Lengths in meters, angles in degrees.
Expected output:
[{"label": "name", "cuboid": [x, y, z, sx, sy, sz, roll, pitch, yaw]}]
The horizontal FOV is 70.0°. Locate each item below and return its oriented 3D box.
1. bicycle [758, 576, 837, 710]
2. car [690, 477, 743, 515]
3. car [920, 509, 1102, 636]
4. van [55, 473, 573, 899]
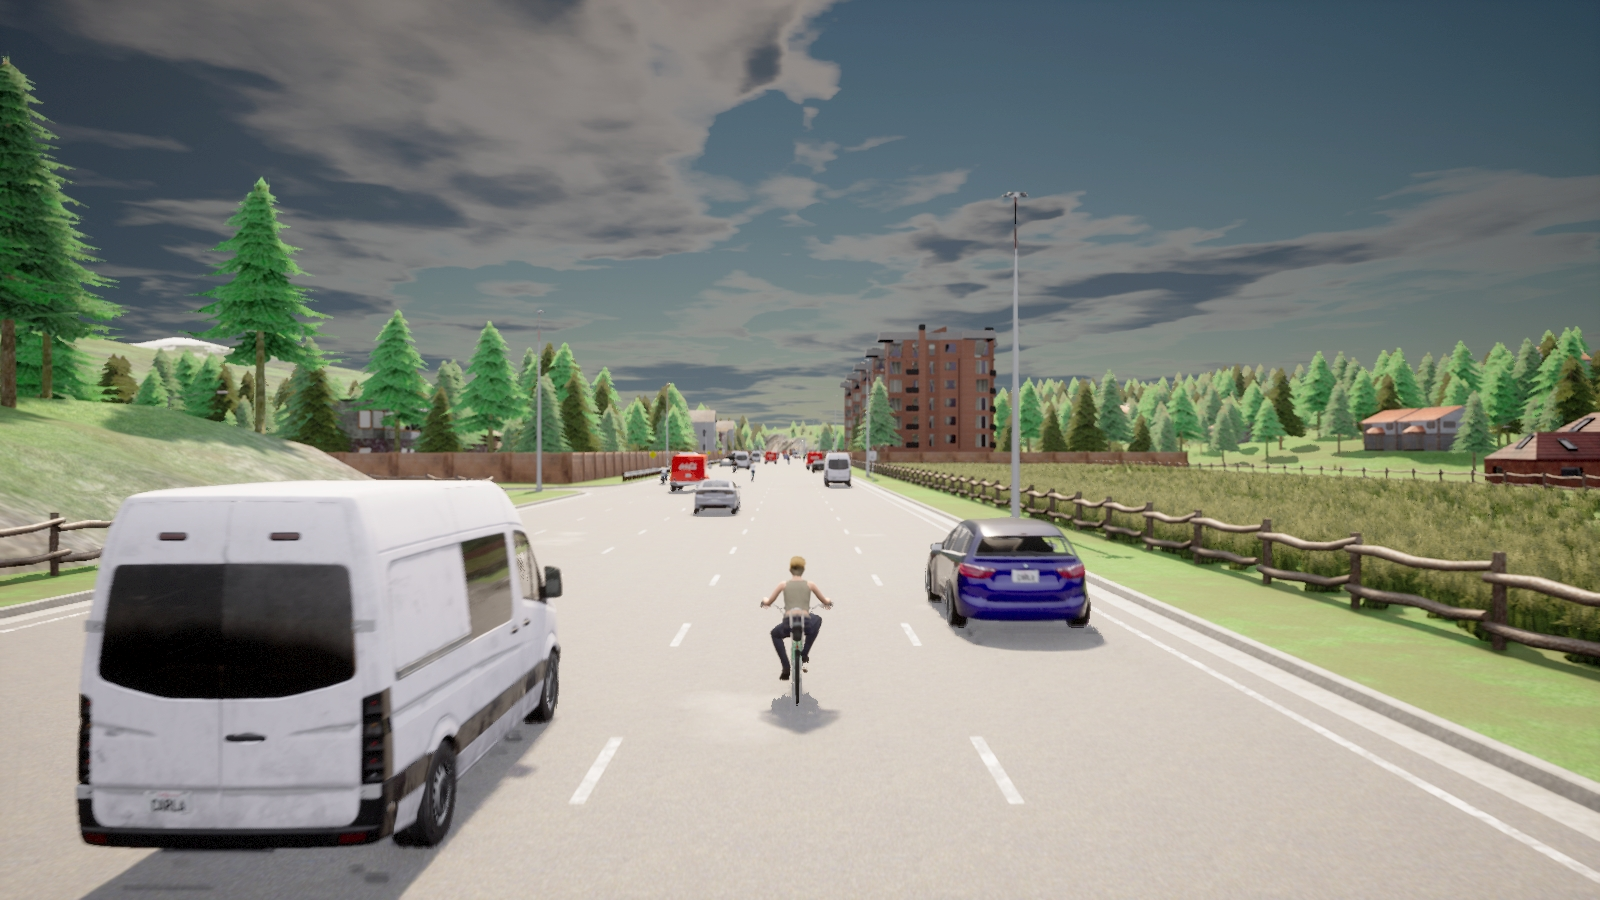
[{"label": "bicycle", "cuboid": [-0.033, 2.160, 13.045, 0.859, 1.276, 1.487, 0, 0, -1]}, {"label": "car", "cuboid": [-3.736, 2.044, 52.115, 2.097, 1.535, 5.006, 0, 0, 0]}, {"label": "car", "cuboid": [3.431, 1.973, 19.558, 2.242, 1.667, 4.611, 0, 0, 0]}, {"label": "van", "cuboid": [-3.534, 1.536, 9.891, 1.988, 2.561, 5.915, 0, 0, 0]}]
